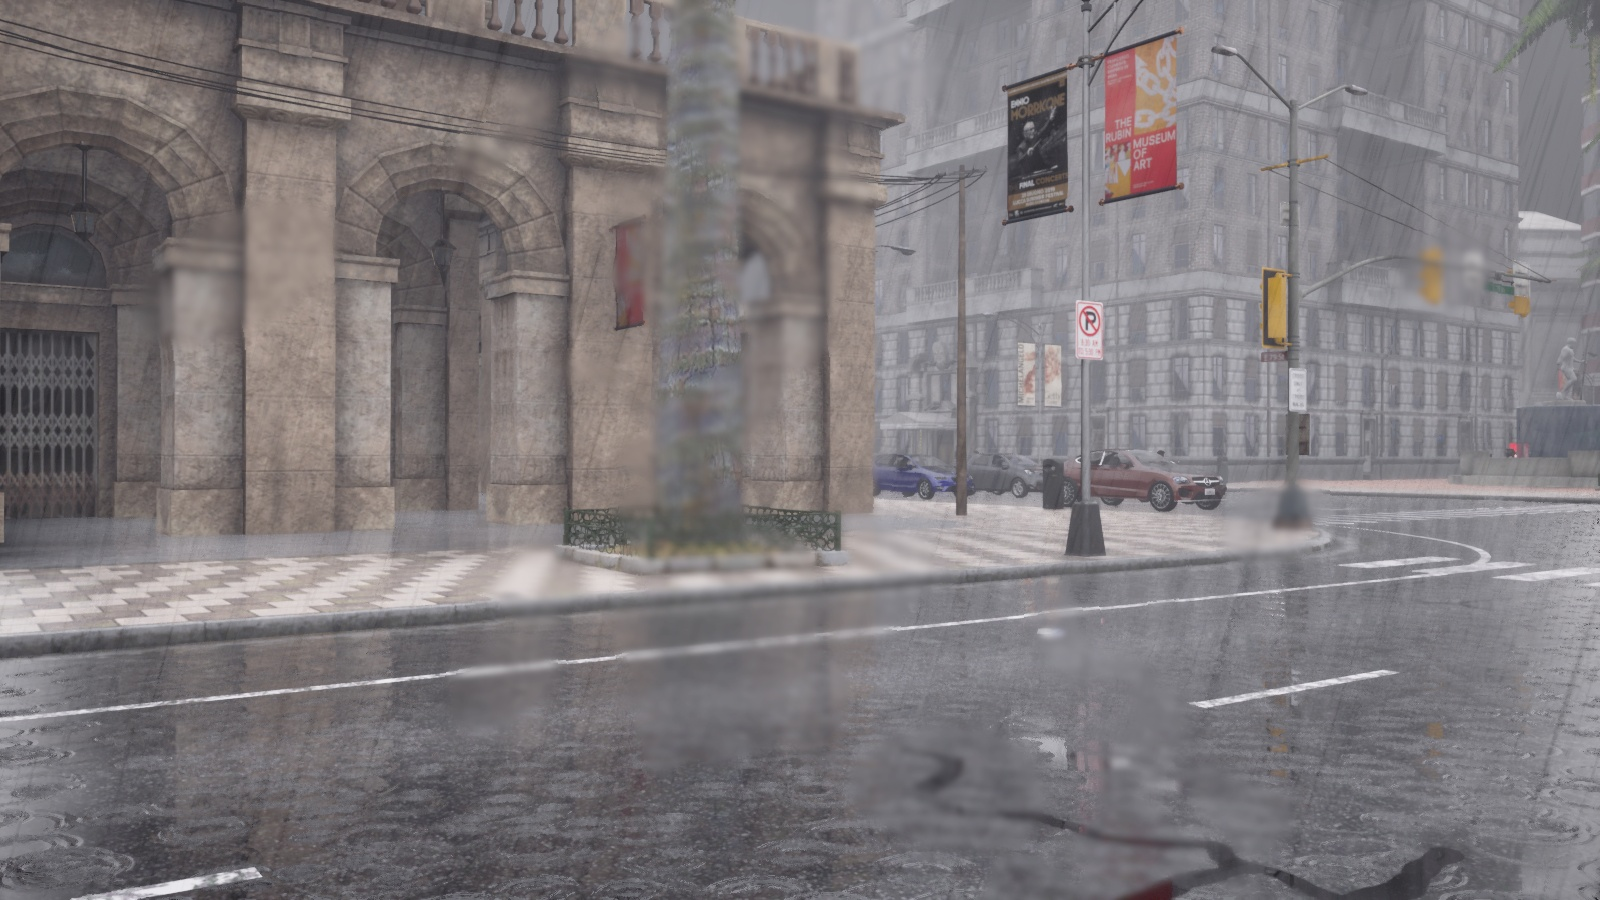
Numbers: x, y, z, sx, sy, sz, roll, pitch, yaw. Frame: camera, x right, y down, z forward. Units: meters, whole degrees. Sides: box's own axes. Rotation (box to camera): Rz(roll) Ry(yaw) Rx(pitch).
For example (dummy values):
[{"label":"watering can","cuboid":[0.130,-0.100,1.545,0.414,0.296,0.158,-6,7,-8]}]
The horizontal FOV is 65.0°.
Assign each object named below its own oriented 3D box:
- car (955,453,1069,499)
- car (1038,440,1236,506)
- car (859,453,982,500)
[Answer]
[{"label":"car","cuboid":[7.234,0.849,43.140,1.845,1.501,3.633,0,0,-35]},{"label":"car","cuboid":[9.144,0.588,34.468,2.152,1.651,5.027,0,0,-35]},{"label":"car","cuboid":[3.948,0.852,41.834,1.816,1.474,4.193,0,0,-34]}]
